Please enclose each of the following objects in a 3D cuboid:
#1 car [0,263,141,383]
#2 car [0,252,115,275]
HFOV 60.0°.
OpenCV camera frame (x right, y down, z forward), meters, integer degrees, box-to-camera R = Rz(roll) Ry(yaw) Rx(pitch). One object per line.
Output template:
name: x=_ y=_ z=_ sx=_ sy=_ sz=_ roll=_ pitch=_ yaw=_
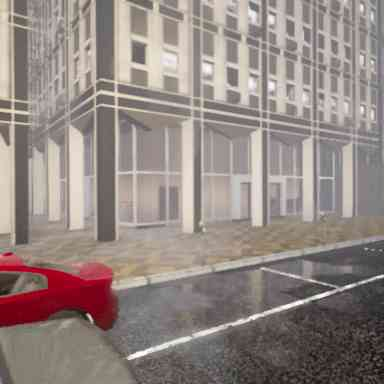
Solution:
car: x=-2.762 y=1.559 z=1.410 sx=5.357 sy=1.411 sz=2.033 roll=-1 pitch=0 yaw=-35
car: x=-3.195 y=1.547 z=4.280 sx=4.507 sy=1.381 sz=1.887 roll=-1 pitch=0 yaw=-35
